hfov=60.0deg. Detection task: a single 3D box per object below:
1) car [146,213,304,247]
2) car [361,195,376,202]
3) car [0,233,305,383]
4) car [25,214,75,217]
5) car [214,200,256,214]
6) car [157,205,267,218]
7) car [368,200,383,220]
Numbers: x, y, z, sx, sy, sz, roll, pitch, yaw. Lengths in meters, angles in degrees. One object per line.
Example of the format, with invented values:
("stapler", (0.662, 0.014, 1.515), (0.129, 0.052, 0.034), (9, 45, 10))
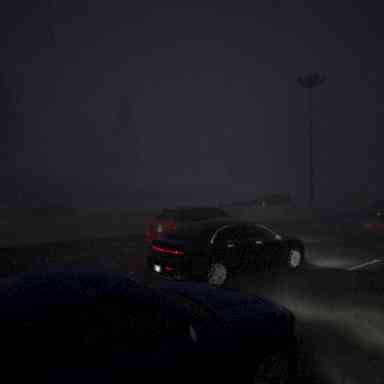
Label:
("car", (1.135, 1.487, 9.100), (4.892, 1.490, 1.837), (0, 0, -37))
("car", (33.221, 1.184, 62.565), (1.895, 1.301, 4.718), (0, 0, 36))
("car", (-1.058, 1.481, 3.095), (5.008, 1.535, 1.882), (0, 0, -36))
("car", (-12.641, 1.603, 29.613), (4.181, 1.385, 1.994), (0, 0, -38))
("car", (4.592, 1.528, 35.114), (4.718, 1.301, 1.895), (0, 0, -43))
("car", (0.546, 1.333, 13.071), (4.553, 1.767, 2.097), (0, 0, -38))
("car", (15.322, 1.365, 25.803), (4.902, 1.511, 2.128), (0, 0, -43))
